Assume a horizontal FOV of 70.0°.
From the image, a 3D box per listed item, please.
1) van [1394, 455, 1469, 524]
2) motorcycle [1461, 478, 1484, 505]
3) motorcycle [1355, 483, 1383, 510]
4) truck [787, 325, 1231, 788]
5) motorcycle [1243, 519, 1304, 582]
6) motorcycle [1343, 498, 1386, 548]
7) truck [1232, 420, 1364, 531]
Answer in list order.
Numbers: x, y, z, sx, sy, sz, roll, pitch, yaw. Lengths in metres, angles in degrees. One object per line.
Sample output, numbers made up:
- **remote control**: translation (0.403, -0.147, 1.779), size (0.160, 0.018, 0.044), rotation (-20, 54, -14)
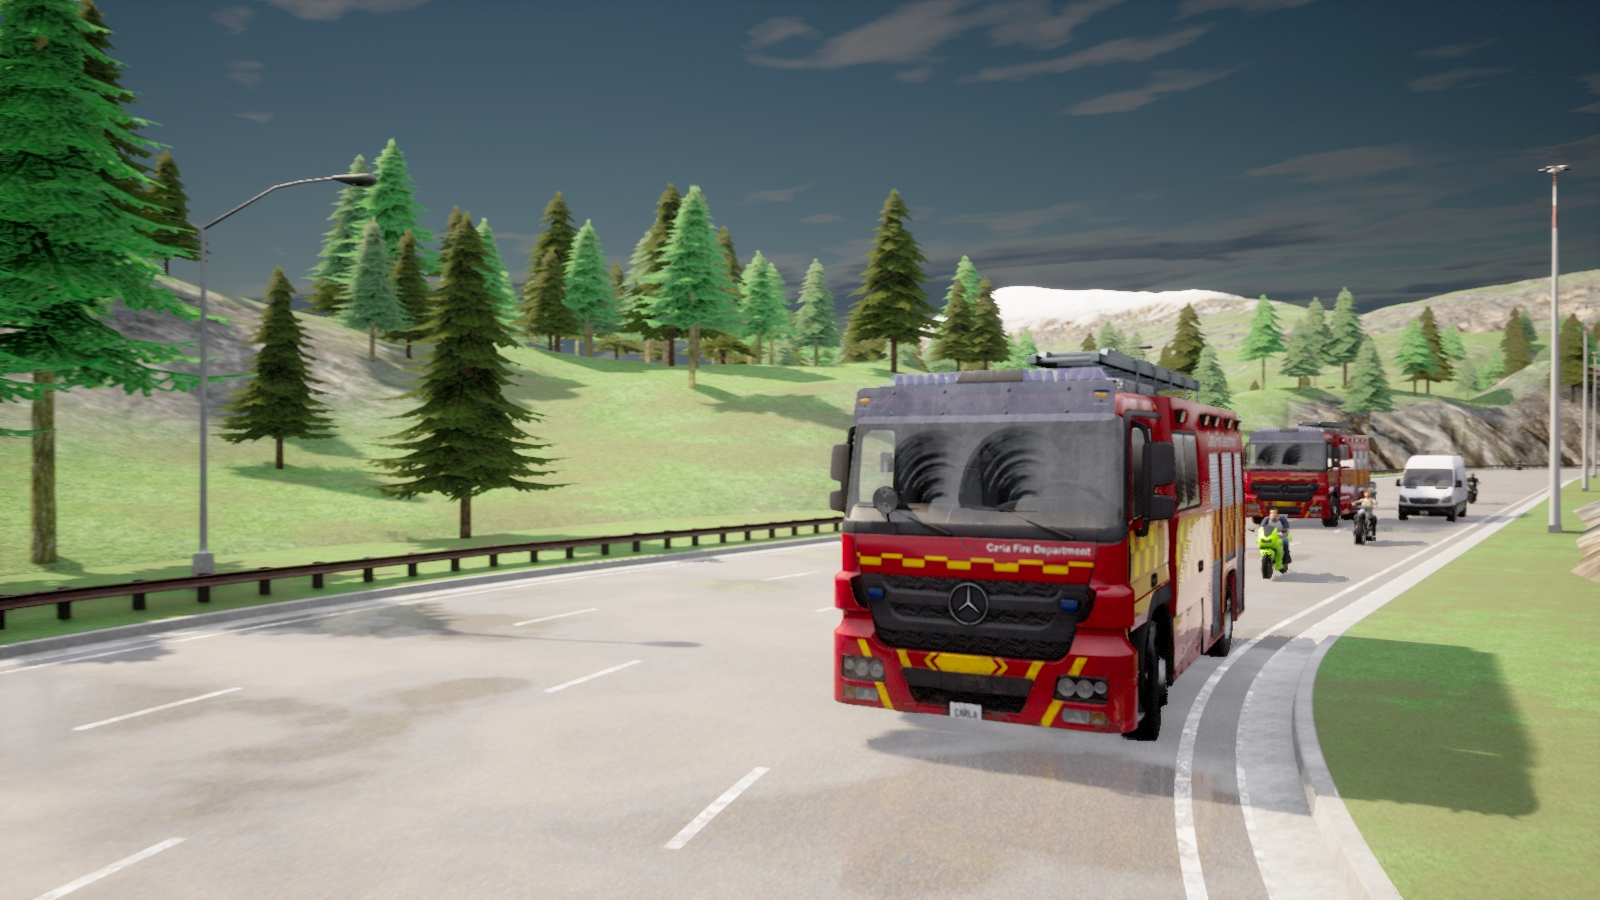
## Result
- **van**: translation (25.561, 1.508, 46.127), size (1.988, 2.561, 5.915), rotation (0, 0, 35)
- **motorcycle**: translation (34.220, 2.112, 58.119), size (0.856, 1.316, 1.805), rotation (0, 0, 36)
- **motorcycle**: translation (26.589, 2.157, 53.368), size (0.803, 1.199, 2.033), rotation (0, 0, 37)
- **truck**: translation (3.131, 0.881, 13.869), size (2.891, 3.827, 8.468), rotation (0, 0, 28)
- **motorcycle**: translation (10.380, 2.171, 25.017), size (0.803, 1.199, 2.033), rotation (0, 0, 36)
- **motorcycle**: translation (16.756, 2.136, 33.867), size (0.764, 1.307, 2.356), rotation (0, 0, 36)
- **truck**: translation (19.168, 0.866, 43.632), size (2.891, 3.827, 8.468), rotation (0, 0, 36)
